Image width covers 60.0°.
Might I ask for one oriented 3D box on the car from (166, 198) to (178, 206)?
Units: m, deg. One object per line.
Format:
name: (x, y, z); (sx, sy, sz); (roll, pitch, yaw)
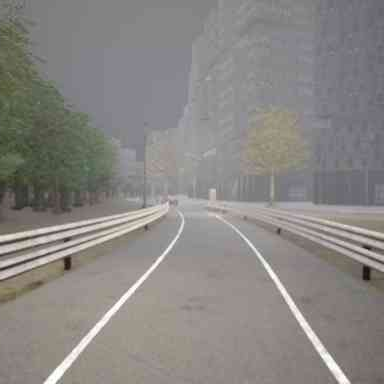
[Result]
car: (-3.921, 1.828, 63.976); (2.128, 1.511, 4.902); (0, 0, -16)
